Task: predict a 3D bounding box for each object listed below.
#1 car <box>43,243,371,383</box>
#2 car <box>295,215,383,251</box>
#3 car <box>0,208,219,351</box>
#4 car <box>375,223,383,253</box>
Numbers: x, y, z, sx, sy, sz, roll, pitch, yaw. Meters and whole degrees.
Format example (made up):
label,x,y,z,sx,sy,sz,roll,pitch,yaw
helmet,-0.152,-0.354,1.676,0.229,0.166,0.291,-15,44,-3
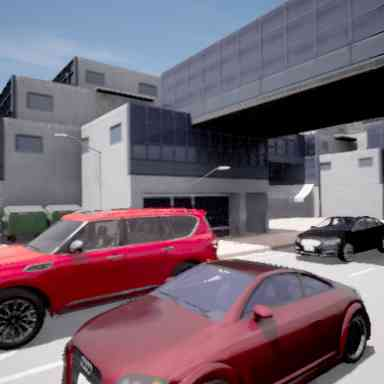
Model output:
label,x,y,z,sx,sy,sz,roll,pitch,yaw
car,0.546,1.658,4.400,4.181,1.385,1.994,0,-2,-37
car,5.985,1.680,12.952,4.902,1.511,2.128,0,-2,-37
car,-1.920,1.409,6.952,5.566,2.045,2.150,0,-2,-37
car,7.890,1.643,10.006,5.357,1.411,2.033,0,-2,-37
